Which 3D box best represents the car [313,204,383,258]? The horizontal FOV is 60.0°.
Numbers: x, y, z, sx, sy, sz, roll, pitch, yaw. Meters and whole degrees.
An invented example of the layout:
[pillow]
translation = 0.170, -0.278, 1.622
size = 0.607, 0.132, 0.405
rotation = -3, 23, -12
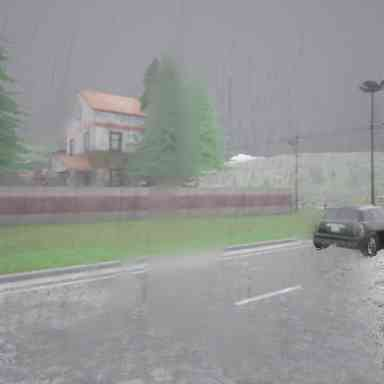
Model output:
[car]
translation = 6.789, 1.321, 12.936
size = 4.553, 1.767, 2.097
rotation = 0, 0, -35
